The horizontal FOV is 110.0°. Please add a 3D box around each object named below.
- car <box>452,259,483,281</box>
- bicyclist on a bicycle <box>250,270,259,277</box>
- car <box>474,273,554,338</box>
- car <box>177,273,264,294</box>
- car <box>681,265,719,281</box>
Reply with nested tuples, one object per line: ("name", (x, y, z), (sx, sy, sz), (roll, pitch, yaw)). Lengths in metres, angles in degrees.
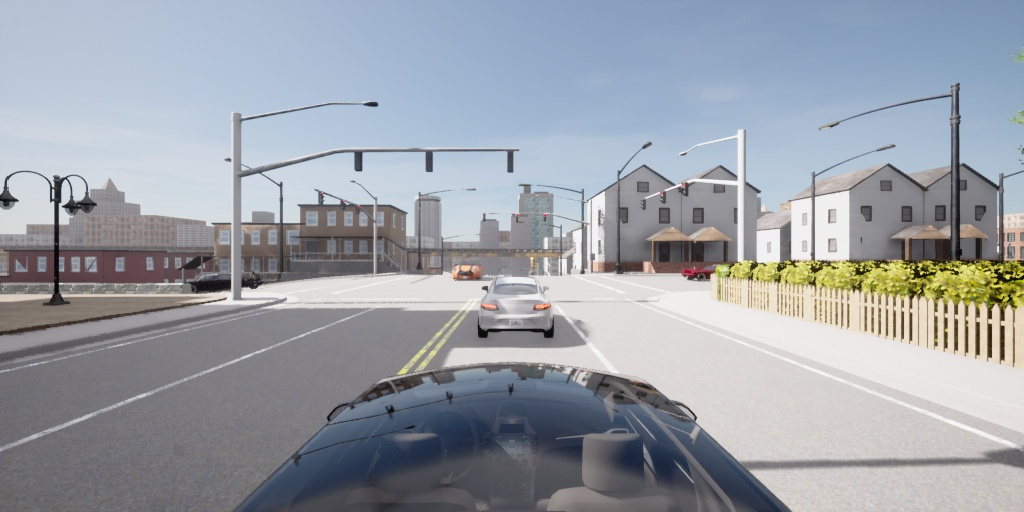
("car", (-3.527, 1.039, 29.235), (2.097, 1.767, 4.553), (0, 0, 0))
("bicyclist on a bicycle", (-25.569, 2.214, 35.648), (0.582, 1.620, 1.656), (-8, 0, 0))
("car", (0.101, 1.276, 10.071), (1.812, 1.442, 4.674), (0, 0, 0))
("car", (-19.977, 1.845, 24.762), (4.718, 1.301, 1.895), (-4, 0, -1))
("car", (16.312, 1.351, 28.875), (4.718, 1.301, 1.895), (0, 0, -1))
